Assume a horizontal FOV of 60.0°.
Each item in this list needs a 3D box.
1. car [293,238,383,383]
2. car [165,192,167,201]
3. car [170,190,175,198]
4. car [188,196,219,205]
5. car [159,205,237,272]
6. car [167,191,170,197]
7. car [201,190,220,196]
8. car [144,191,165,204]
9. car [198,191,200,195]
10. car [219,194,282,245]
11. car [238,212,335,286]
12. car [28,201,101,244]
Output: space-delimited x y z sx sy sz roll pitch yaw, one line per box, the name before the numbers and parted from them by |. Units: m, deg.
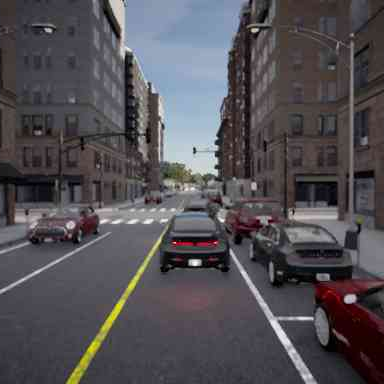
car | 2.635 1.505 3.181 1.887 1.381 4.507 0 1 0
car | -5.485 0.936 52.593 1.947 1.339 4.313 0 1 0
car | -5.506 0.651 74.607 1.887 1.381 4.507 0 1 0
car | 0.700 1.242 21.864 1.837 1.490 4.892 -1 1 12
car | 0.074 1.381 10.269 1.837 1.490 4.892 0 1 0
car | -5.490 0.855 58.097 2.008 1.369 4.403 0 1 0
car | 2.646 0.817 41.596 2.192 1.841 5.009 0 1 0
car | -5.480 0.751 47.087 2.192 1.841 5.009 0 1 0
car | 2.611 0.619 58.106 2.192 1.841 5.009 0 1 0
car | 2.619 1.140 14.542 2.192 1.841 5.009 0 1 0
car | 2.627 1.444 8.863 2.008 1.369 4.403 0 1 0
car | -5.406 1.265 14.532 1.967 1.590 4.097 0 1 0
